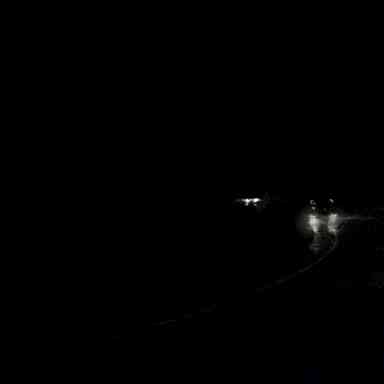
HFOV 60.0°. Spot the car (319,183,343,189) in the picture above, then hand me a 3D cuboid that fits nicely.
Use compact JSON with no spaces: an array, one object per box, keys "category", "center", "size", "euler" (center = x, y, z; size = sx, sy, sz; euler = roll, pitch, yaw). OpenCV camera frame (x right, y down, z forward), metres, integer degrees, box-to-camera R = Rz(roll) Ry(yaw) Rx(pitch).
[{"category":"car","center":[24.615,-0.906,60.603],"size":[5.357,1.411,2.033],"euler":[-2,2,-7]}]

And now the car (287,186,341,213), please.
[{"category":"car","center":[9.472,0.668,26.741],"size":[2.097,1.767,4.553],"euler":[-3,2,-9]}]

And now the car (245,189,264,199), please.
[{"category":"car","center":[9.020,0.253,47.846],"size":[1.994,1.385,4.181],"euler":[-2,2,25]}]
